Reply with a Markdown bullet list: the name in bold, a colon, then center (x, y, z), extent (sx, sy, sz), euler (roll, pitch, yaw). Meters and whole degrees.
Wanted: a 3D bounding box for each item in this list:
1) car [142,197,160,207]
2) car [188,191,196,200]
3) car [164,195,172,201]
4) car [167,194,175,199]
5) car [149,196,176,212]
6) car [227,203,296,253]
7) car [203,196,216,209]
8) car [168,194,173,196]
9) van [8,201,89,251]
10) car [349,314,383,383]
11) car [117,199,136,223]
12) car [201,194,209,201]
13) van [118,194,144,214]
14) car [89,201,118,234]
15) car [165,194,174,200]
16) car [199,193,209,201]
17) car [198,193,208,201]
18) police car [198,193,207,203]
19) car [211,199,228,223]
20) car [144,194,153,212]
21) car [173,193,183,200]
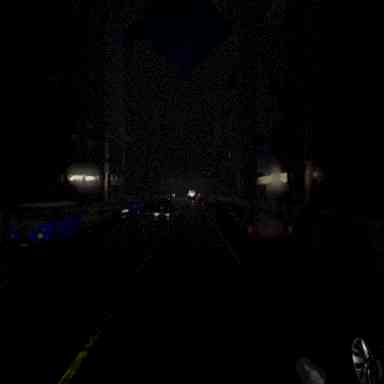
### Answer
- **car**: center (-5.792, 1.424, 47.321), extent (1.947, 1.339, 4.313), euler (0, 0, 0)
- **car**: center (-0.047, 1.273, 83.532), extent (2.128, 1.511, 4.902), euler (0, 0, 0)
- **car**: center (-5.812, 1.359, 81.140), extent (1.802, 1.307, 4.206), euler (0, 0, 0)
- **car**: center (-5.819, 1.323, 92.413), extent (1.947, 1.339, 4.313), euler (0, 0, 0)
- **car**: center (-3.115, 1.453, 36.182), extent (1.994, 1.385, 4.181), euler (0, 0, 0)
- **car**: center (2.752, 1.396, 13.512), extent (1.967, 1.590, 4.097), euler (0, 0, 0)
- **car**: center (2.736, 1.457, 41.695), extent (1.802, 1.307, 4.206), euler (0, 0, 0)
- **car**: center (-5.809, 1.315, 75.333), extent (1.752, 1.417, 4.829), euler (0, 0, 0)
- **van**: center (-5.774, 1.297, 13.500), extent (1.690, 1.788, 3.998), euler (0, 0, 0)
- **car**: center (2.759, 1.558, 2.241), extent (1.947, 1.339, 4.313), euler (0, 0, 0)
- **car**: center (-5.779, 1.472, 24.774), extent (2.008, 1.369, 4.403), euler (0, 0, 0)
- **car**: center (2.730, 1.425, 52.967), extent (1.802, 1.307, 4.206), euler (0, 0, 0)
- **van**: center (-5.784, 1.247, 30.410), extent (1.690, 1.788, 3.998), euler (0, 0, 0)
- **car**: center (-5.776, 1.464, 18.968), extent (1.752, 1.417, 4.829), euler (0, 0, 0)
- **car**: center (-5.815, 1.333, 86.777), extent (1.947, 1.339, 4.313), euler (0, 0, 0)
- **car**: center (2.715, 1.105, 75.511), extent (2.192, 1.841, 5.009), euler (0, 0, 0)
- **car**: center (2.712, 1.093, 81.147), extent (2.192, 1.841, 5.009), euler (0, 0, 0)
- **police car**: center (2.329, 1.236, 65.602), extent (1.930, 1.638, 5.238), euler (0, 0, 0)
- **car**: center (2.746, 1.488, 24.785), extent (1.947, 1.339, 4.313), euler (0, 0, 0)
- **car**: center (-5.786, 1.330, 36.046), extent (1.967, 1.590, 4.097), euler (0, 0, 0)
- **car**: center (-3.044, 0.994, 77.228), extent (1.812, 1.442, 4.674), euler (0, 0, 0)
